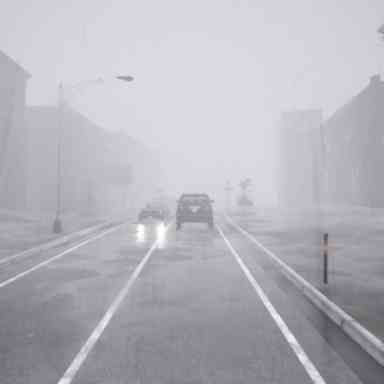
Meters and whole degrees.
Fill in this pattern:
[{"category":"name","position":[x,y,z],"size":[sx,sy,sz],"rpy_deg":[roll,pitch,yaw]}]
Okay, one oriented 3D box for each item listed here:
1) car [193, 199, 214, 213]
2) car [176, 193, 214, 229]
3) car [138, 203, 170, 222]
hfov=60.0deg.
[{"category":"car","position":[1.384,1.598,39.087],"size":[2.128,1.511,4.902],"rpy_deg":[-1,-1,6]},{"category":"car","position":[0.192,1.088,20.646],"size":[2.150,2.045,5.566],"rpy_deg":[0,0,1]},{"category":"car","position":[-2.846,1.495,25.532],"size":[1.895,1.301,4.718],"rpy_deg":[0,0,3]}]
